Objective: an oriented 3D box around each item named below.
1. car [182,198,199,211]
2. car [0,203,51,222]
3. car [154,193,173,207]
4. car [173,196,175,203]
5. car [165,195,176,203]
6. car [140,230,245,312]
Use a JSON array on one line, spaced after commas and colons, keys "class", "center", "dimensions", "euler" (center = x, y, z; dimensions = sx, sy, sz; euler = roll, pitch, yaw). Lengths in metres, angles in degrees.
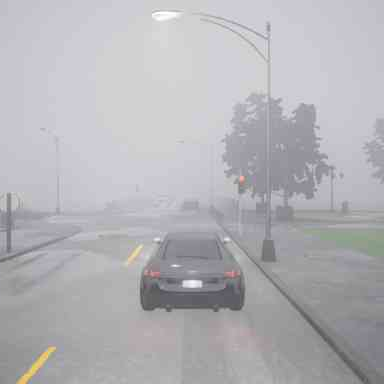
[{"class": "car", "center": [-0.152, 1.477, 40.696], "dimensions": [1.882, 1.535, 5.008], "euler": [0, 0, -1]}, {"class": "car", "center": [-13.776, 1.547, 25.528], "dimensions": [5.357, 1.411, 2.033], "euler": [0, 0, 0]}, {"class": "car", "center": [-4.495, 1.221, 50.995], "dimensions": [2.150, 2.045, 5.566], "euler": [0, 0, -1]}, {"class": "car", "center": [-4.537, 1.547, 61.247], "dimensions": [2.033, 1.411, 5.357], "euler": [0, 0, 0]}, {"class": "car", "center": [-4.554, 1.525, 71.489], "dimensions": [2.128, 1.511, 4.902], "euler": [0, 0, 0]}, {"class": "car", "center": [0.004, 1.564, 7.779], "dimensions": [1.994, 1.385, 4.181], "euler": [0, 0, 0]}]
